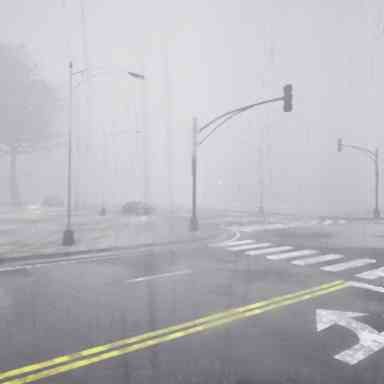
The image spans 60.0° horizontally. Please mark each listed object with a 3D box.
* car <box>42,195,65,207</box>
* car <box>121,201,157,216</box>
[{"bbox_3d":[-20.805,1.328,50.069,2.097,1.767,4.553,1,-1,-43],"label":"car"},{"bbox_3d":[-5.187,1.550,32.162,1.994,1.385,4.181,1,-1,-39],"label":"car"}]
